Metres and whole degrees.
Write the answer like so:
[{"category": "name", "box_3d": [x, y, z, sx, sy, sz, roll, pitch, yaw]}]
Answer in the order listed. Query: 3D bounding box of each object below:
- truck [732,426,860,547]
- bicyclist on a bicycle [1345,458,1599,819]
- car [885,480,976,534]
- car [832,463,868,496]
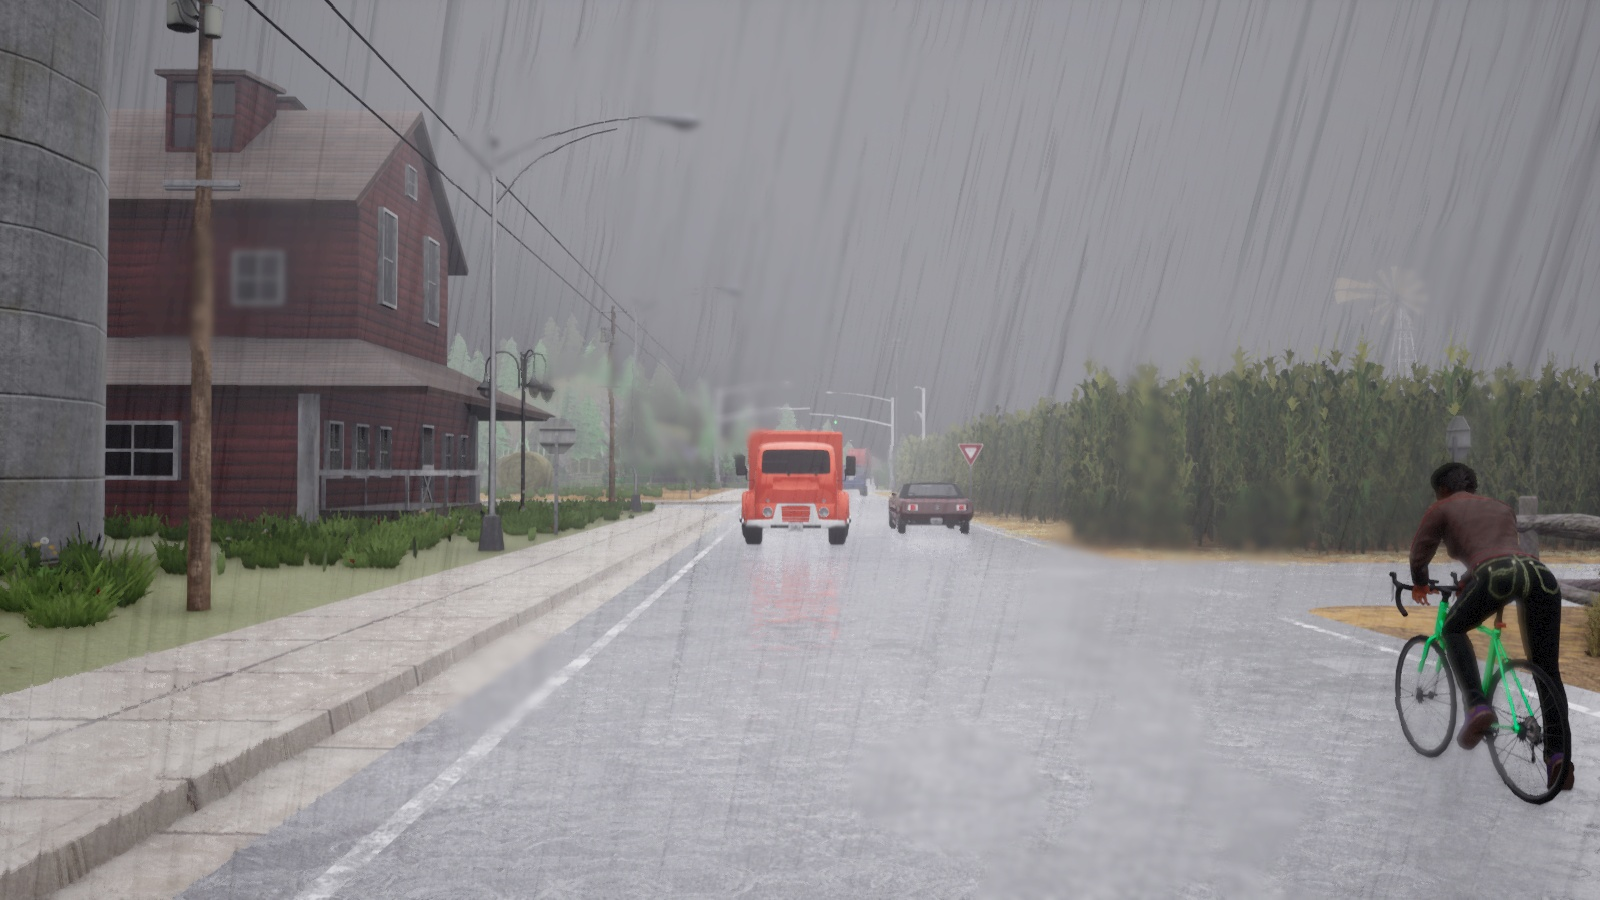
[{"category": "truck", "box_3d": [-0.094, 0.821, 28.398, 2.627, 2.467, 5.204, 0, -2, 0]}, {"category": "bicyclist on a bicycle", "box_3d": [3.478, 0.865, 6.486, 0.582, 1.620, 1.656, 0, -1, 0]}, {"category": "car", "box_3d": [3.395, 1.473, 33.444, 1.895, 1.301, 4.718, 0, -1, 0]}, {"category": "car", "box_3d": [3.243, 1.924, 82.244, 2.150, 2.045, 5.566, 0, -1, 0]}]
